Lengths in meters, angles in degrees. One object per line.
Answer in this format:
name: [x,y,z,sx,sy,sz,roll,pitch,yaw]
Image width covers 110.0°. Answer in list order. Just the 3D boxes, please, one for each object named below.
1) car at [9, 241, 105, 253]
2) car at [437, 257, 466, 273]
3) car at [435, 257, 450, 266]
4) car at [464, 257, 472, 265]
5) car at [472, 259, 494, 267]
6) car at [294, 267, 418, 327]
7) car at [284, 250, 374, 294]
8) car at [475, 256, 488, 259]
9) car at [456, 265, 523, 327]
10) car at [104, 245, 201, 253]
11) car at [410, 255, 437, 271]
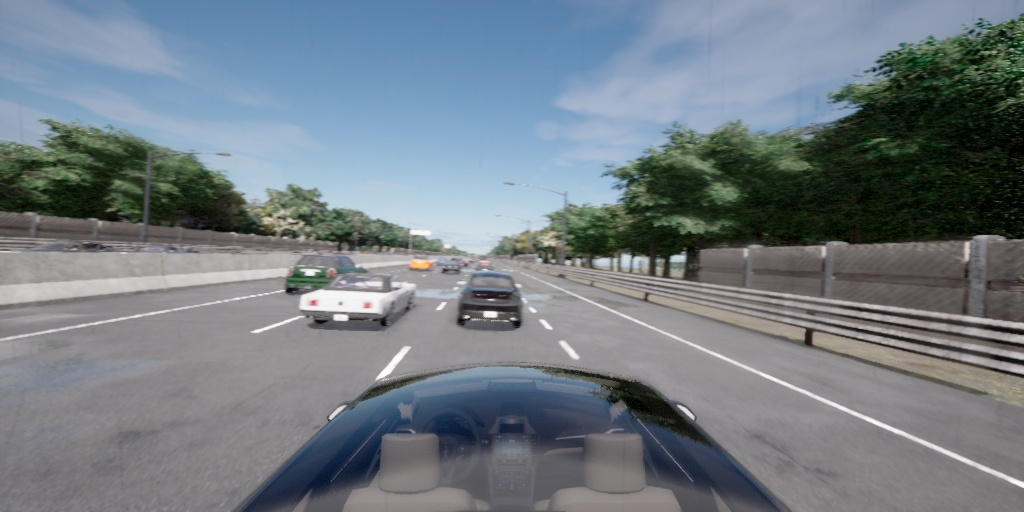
car: [-26.112,-0.153,21.176,1.837,1.490,4.892,3,-1,-4]
car: [-6.443,1.126,38.513,2.033,1.411,5.357,3,0,-5]
car: [-11.929,0.967,61.945,2.033,1.411,5.357,3,0,-5]
car: [-8.447,1.224,62.220,1.895,1.301,4.718,3,0,-5]
car: [-2.891,1.345,37.940,1.994,1.385,4.181,3,0,-5]
car: [-4.158,1.155,10.598,1.895,1.301,4.718,3,0,-5]
car: [-8.102,0.707,16.191,2.097,1.767,4.553,3,0,-5]
car: [-4.944,1.178,62.443,2.097,1.767,4.553,3,0,-5]
car: [-0.738,1.264,11.700,1.837,1.490,4.892,3,0,-5]
car: [-22.784,0.039,23.465,2.128,1.511,4.902,3,-1,-4]
car: [-10.125,0.731,40.742,2.097,1.767,4.553,3,0,-5]
